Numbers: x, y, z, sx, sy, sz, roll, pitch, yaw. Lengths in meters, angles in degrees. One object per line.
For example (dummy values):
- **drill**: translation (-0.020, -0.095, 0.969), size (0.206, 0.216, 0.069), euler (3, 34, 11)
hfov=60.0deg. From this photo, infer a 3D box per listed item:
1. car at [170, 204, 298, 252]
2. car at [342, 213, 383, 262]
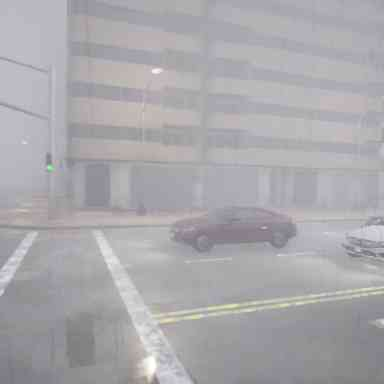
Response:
- **car**: translation (1.541, 1.179, 11.860), size (4.674, 1.442, 1.812), euler (0, 2, -20)
- **car**: translation (6.812, 1.336, 10.055), size (4.674, 1.442, 1.812), euler (0, 2, -20)
